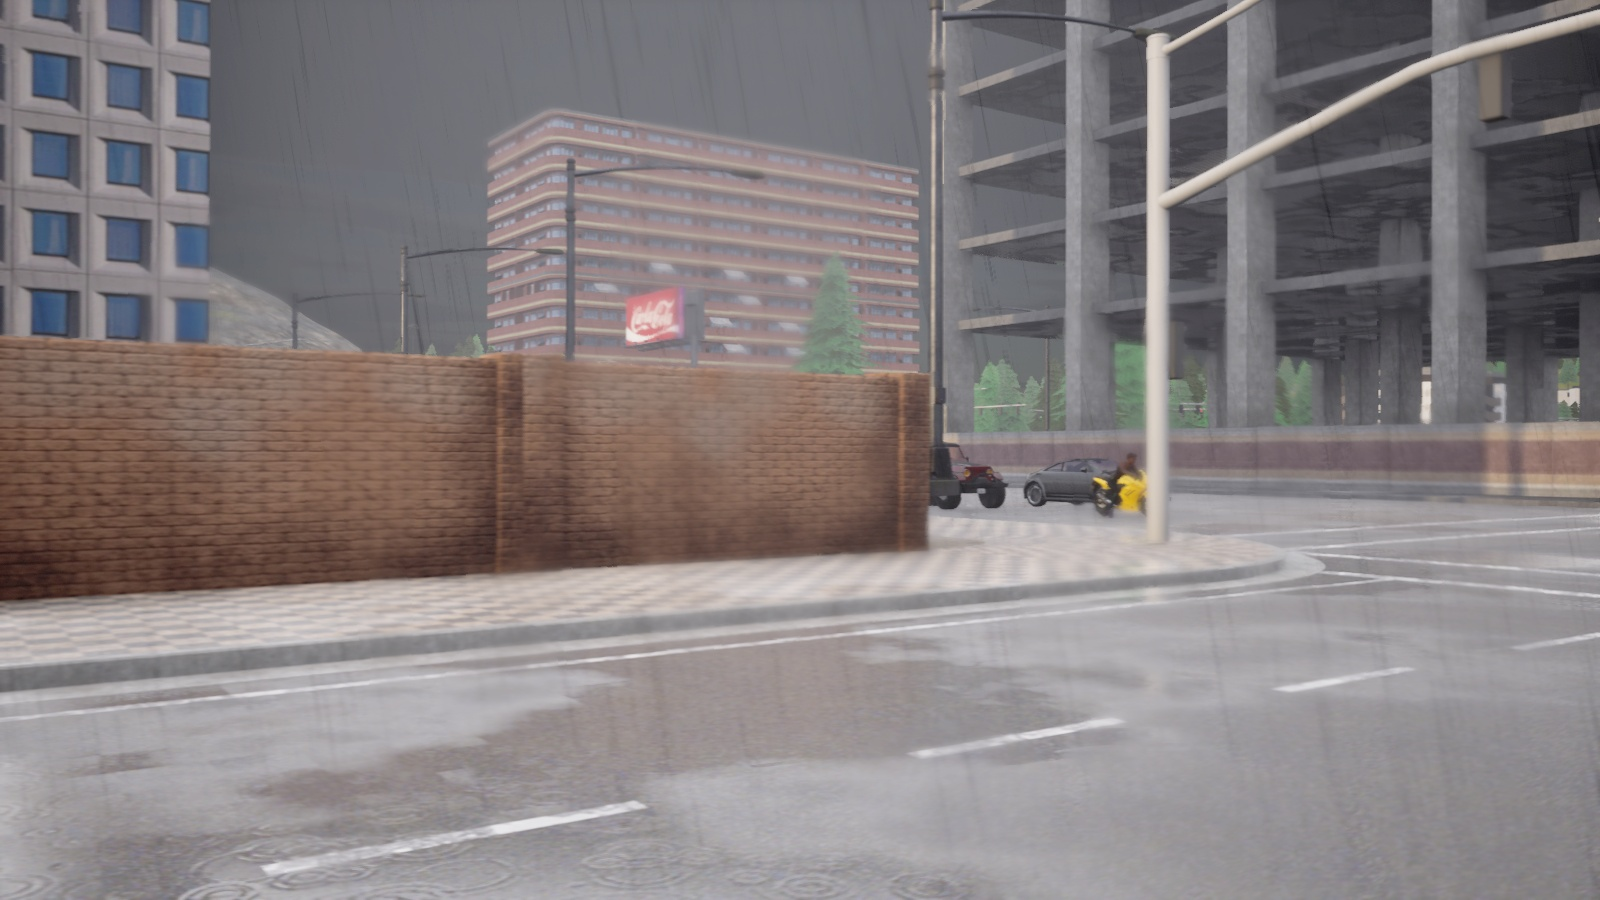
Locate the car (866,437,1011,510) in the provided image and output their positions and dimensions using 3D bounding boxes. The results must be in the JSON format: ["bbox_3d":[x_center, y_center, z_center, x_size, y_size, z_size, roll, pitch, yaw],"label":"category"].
[{"bbox_3d":[3.754,0.617,34.547,1.905,1.878,3.866,0,0,-34],"label":"car"}]

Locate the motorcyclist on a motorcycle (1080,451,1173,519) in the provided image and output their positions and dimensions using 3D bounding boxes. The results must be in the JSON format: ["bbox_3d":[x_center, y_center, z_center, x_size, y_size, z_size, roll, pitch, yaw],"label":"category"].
[{"bbox_3d":[7.524,0.782,29.038,0.797,1.523,2.044,0,0,-35],"label":"motorcyclist on a motorcycle"}]

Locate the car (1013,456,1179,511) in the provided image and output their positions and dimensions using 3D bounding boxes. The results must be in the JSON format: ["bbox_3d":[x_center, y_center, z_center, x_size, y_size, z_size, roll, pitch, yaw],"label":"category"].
[{"bbox_3d":[8.053,0.876,34.462,1.994,1.385,4.181,0,0,-34],"label":"car"}]
